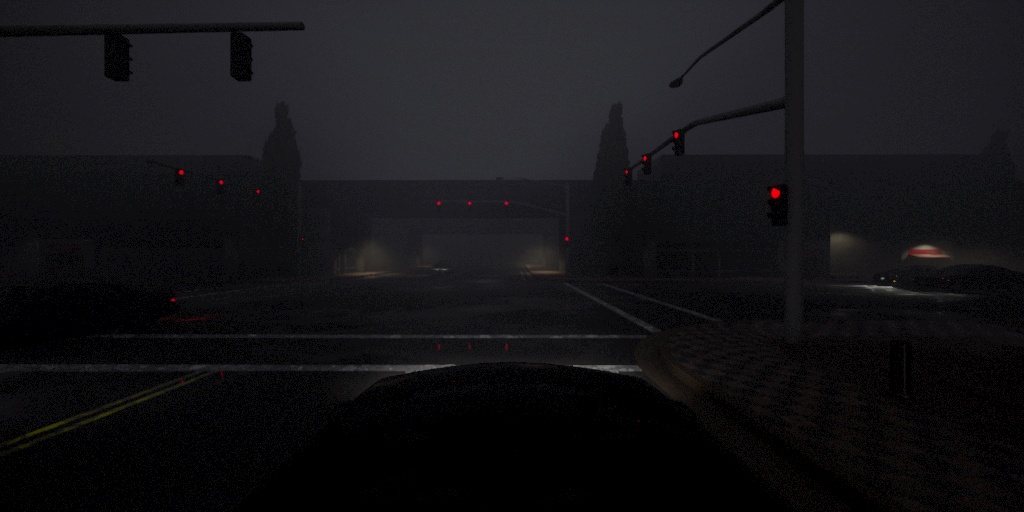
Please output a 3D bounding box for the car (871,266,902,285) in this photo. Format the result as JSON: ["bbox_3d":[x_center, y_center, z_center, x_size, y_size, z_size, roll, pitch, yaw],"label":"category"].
[{"bbox_3d":[26.421,1.300,23.621,4.181,1.385,1.994,0,0,0],"label":"car"}]

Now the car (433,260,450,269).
[{"bbox_3d":[-11.021,1.274,56.820,2.033,1.411,5.357,0,0,0],"label":"car"}]

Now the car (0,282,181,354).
[{"bbox_3d":[-10.522,1.303,8.048,2.033,1.411,5.357,0,0,-3],"label":"car"}]

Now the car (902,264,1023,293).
[{"bbox_3d":[25.544,1.216,20.124,5.008,1.535,1.882,0,0,0],"label":"car"}]
